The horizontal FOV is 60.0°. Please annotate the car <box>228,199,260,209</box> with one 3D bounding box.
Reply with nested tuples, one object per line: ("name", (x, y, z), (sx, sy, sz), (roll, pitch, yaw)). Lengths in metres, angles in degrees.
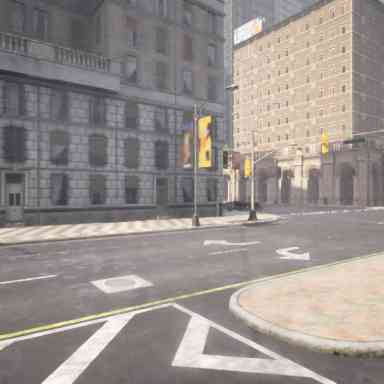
("car", (7.283, 1.601, 46.476), (1.895, 1.301, 4.718), (0, 0, -36))
